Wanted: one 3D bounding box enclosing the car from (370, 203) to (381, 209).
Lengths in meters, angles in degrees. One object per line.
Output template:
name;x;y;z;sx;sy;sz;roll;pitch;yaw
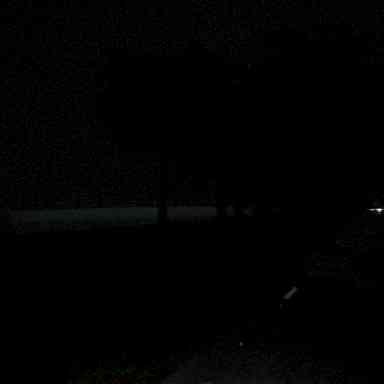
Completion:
car;40.850;3.076;73.978;1.812;1.442;4.674;0;-1;29
